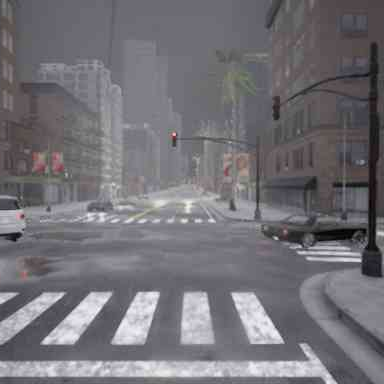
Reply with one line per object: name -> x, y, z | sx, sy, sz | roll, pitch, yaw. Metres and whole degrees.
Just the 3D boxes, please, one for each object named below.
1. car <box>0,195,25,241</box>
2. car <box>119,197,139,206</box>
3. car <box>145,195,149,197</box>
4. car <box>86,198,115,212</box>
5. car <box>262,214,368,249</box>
car -> -9.739, 1.139, 14.749 | 5.566, 2.045, 2.150 | 1, 0, 32
car -> -9.822, 1.388, 51.005 | 1.895, 1.301, 4.718 | 0, 0, 0
car -> -9.738, 0.907, 67.017 | 1.994, 1.385, 4.181 | 0, 0, 0
car -> -9.840, 1.401, 36.234 | 2.033, 1.411, 5.357 | 0, 0, 0
car -> 5.529, 1.630, 14.626 | 4.718, 1.301, 1.895 | 1, 1, -24
